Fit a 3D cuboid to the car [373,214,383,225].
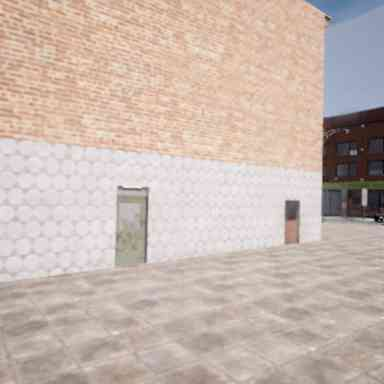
[{"bbox_3d":[16.987,2.032,26.188,1.895,1.301,4.718,2,-2,-35],"label":"car"}]
